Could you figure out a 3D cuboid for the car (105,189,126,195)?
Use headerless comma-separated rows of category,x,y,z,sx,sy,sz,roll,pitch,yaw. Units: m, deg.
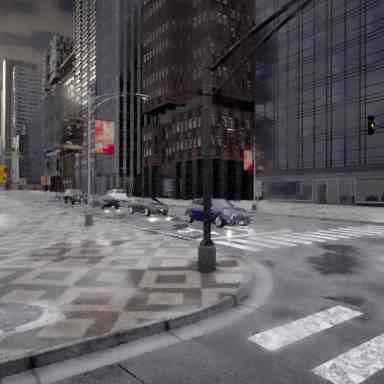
car,-12.024,0.626,51.545,2.150,2.045,5.566,0,1,-35

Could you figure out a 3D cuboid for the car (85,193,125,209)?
car,-9.703,1.095,36.655,2.033,1.411,5.357,0,1,-35

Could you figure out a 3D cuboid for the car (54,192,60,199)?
car,-25.502,0.700,65.012,2.033,1.411,5.357,0,1,-35

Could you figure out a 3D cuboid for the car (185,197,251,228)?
car,1.531,1.148,20.724,2.097,1.767,4.553,0,1,-35

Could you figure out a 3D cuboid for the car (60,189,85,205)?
car,-15.840,0.635,45.419,2.150,2.045,5.566,0,1,-35

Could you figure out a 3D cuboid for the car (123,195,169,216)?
car,-3.760,1.182,28.222,1.837,1.490,4.892,0,1,-35
